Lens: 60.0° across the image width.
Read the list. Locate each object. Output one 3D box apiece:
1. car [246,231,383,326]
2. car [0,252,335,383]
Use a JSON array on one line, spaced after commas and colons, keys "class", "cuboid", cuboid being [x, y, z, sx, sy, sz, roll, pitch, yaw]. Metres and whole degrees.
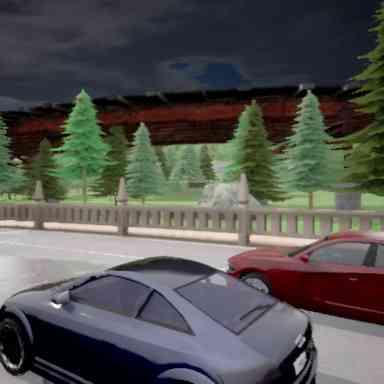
[{"class": "car", "cuboid": [3.000, 1.444, 5.984, 5.008, 1.535, 1.882, 0, 0, 35]}, {"class": "car", "cuboid": [-0.650, 1.558, 4.221, 4.181, 1.385, 1.994, 0, 0, 34]}]
